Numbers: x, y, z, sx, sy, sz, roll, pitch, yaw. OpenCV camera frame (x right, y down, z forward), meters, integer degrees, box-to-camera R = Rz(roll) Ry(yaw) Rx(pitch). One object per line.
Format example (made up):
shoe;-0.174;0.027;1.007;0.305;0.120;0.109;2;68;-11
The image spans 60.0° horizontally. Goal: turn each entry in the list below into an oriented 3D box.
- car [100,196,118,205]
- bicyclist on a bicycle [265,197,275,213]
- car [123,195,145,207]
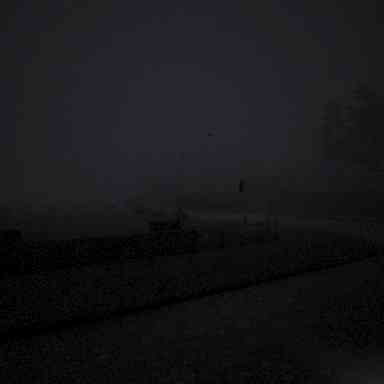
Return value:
car;-15.088;1.499;60.526;1.882;1.535;5.008;0;0;-36
bicyclist on a bicycle;8.277;1.373;35.176;1.656;1.620;0.582;0;0;-36
car;-9.215;1.373;52.375;2.097;1.767;4.553;0;0;-35
